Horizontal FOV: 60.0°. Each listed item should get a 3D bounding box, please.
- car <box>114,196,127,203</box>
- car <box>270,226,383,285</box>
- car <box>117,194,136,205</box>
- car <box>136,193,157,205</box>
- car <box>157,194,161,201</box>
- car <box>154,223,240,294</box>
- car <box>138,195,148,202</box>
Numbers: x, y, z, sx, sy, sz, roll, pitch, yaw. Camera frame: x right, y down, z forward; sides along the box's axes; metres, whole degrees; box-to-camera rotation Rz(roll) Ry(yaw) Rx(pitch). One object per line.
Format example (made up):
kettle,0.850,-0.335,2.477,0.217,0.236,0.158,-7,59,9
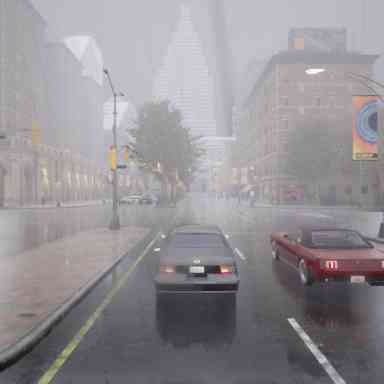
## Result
car,-14.822,1.594,69.185,1.895,1.301,4.718,0,0,0
car,3.591,1.601,9.421,1.895,1.301,4.718,0,0,0
car,-11.618,1.525,58.918,1.812,1.442,4.674,0,0,0
car,-8.119,1.491,59.208,2.128,1.511,4.902,0,0,0
car,-8.072,1.525,68.976,1.812,1.442,4.674,0,0,0
car,0.092,1.547,8.938,2.033,1.411,5.357,0,0,0
car,-11.583,1.524,79.198,1.812,1.442,4.674,0,0,0
